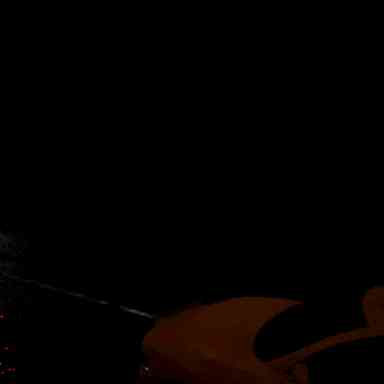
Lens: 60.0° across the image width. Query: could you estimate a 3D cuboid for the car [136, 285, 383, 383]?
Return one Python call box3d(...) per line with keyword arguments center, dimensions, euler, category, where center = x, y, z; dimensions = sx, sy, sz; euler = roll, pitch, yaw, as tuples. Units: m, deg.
box3d(center=(1.765, 1.477, 2.425), dimensions=(5.008, 1.535, 1.882), euler=(0, 0, 36), category="car")
